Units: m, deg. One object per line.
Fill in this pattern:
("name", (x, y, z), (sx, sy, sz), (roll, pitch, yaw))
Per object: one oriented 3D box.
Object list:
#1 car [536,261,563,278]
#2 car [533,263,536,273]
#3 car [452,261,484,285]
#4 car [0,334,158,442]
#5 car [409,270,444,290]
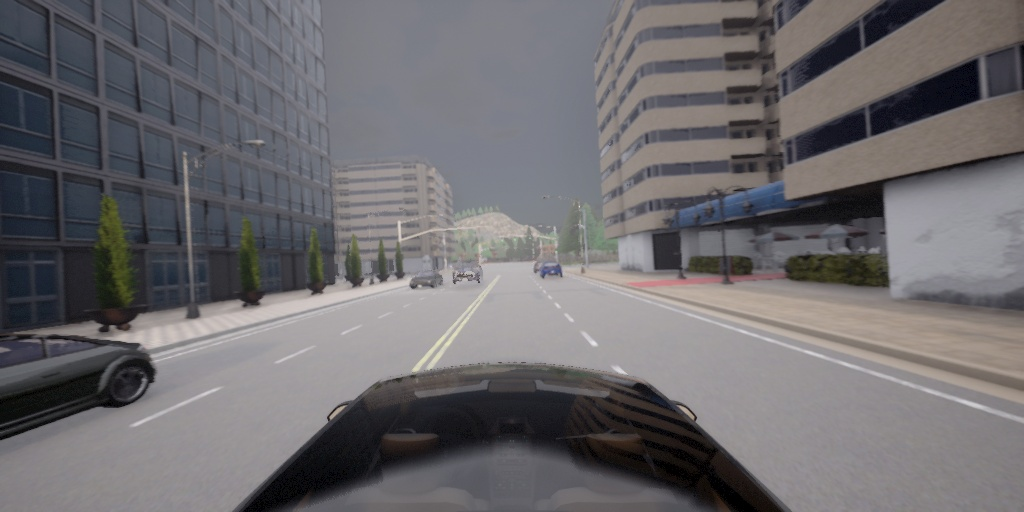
("car", (3.679, 1.262, 34.459), (1.882, 1.535, 5.008), (-3, 0, 1))
("car", (3.701, 1.418, 45.959), (2.033, 1.411, 5.357), (-3, 0, 1))
("car", (-3.414, 1.163, 28.147), (2.097, 1.767, 4.553), (-3, 0, 0))
("car", (-7.095, 1.751, 4.365), (1.994, 1.385, 4.181), (-3, 0, 1))
("car", (-6.947, 1.923, 29.711), (2.033, 1.411, 5.357), (-3, 0, 1))
